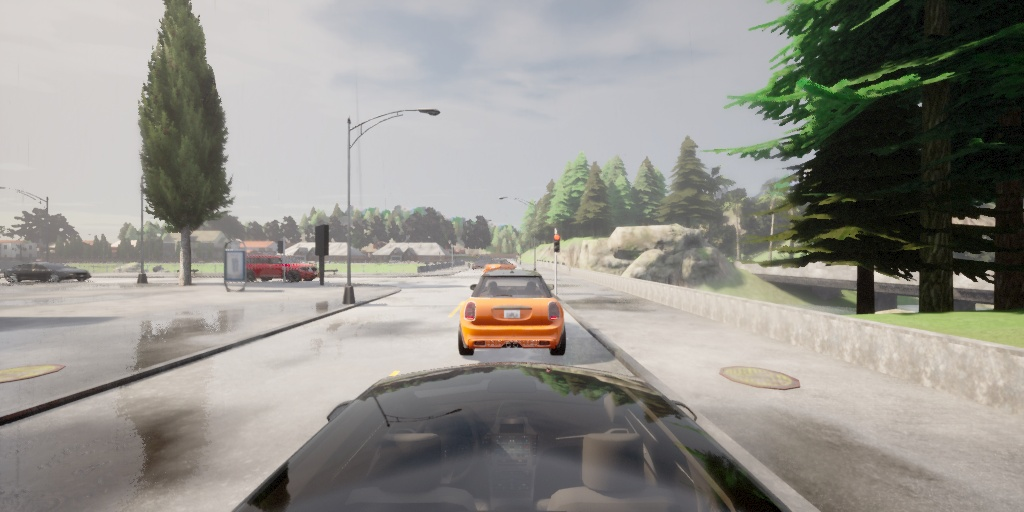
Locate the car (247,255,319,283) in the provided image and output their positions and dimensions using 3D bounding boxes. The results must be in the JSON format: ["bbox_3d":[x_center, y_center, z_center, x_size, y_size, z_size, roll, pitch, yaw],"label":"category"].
[{"bbox_3d":[-17.604,0.971,27.051,5.566,2.045,2.150,0,0,-1],"label":"car"}]

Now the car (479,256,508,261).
[{"bbox_3d":[-1.103,1.102,35.259,2.097,1.767,4.553,0,0,18],"label":"car"}]

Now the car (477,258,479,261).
[{"bbox_3d":[-4.541,1.314,51.212,1.994,1.385,4.181,0,0,0],"label":"car"}]

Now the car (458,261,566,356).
[{"bbox_3d":[-0.001,1.102,8.805,2.097,1.767,4.553,0,0,0],"label":"car"}]

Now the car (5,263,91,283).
[{"bbox_3d":[-34.724,1.256,26.895,4.892,1.490,1.837,0,0,0],"label":"car"}]
